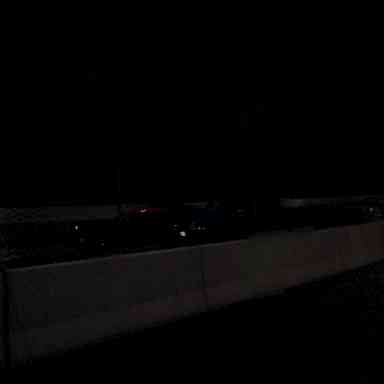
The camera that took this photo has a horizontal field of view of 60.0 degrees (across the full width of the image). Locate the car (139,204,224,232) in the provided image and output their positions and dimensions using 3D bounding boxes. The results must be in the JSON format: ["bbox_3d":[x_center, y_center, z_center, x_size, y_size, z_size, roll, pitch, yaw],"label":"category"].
[{"bbox_3d":[-0.539,1.559,21.460,5.357,1.411,2.033,0,0,-40],"label":"car"}]

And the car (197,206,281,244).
[{"bbox_3d":[1.782,1.226,14.326,5.566,2.045,2.150,0,0,-39],"label":"car"}]
